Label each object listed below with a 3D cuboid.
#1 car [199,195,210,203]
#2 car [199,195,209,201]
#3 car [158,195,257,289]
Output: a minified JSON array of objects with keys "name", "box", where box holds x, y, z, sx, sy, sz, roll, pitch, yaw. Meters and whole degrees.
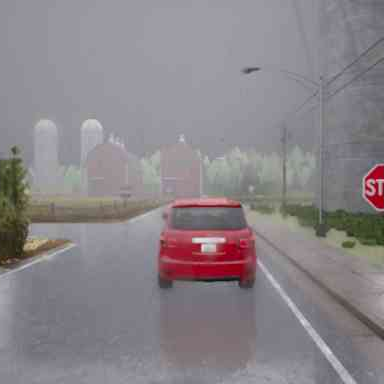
[{"name":"car","box":[2.249,1.231,60.366,1.812,1.442,4.674,0,0,2]},{"name":"car","box":[2.539,1.233,70.409,1.895,1.301,4.718,0,0,2]},{"name":"car","box":[0.310,1.176,9.189,2.150,2.045,5.566,0,0,0]}]
